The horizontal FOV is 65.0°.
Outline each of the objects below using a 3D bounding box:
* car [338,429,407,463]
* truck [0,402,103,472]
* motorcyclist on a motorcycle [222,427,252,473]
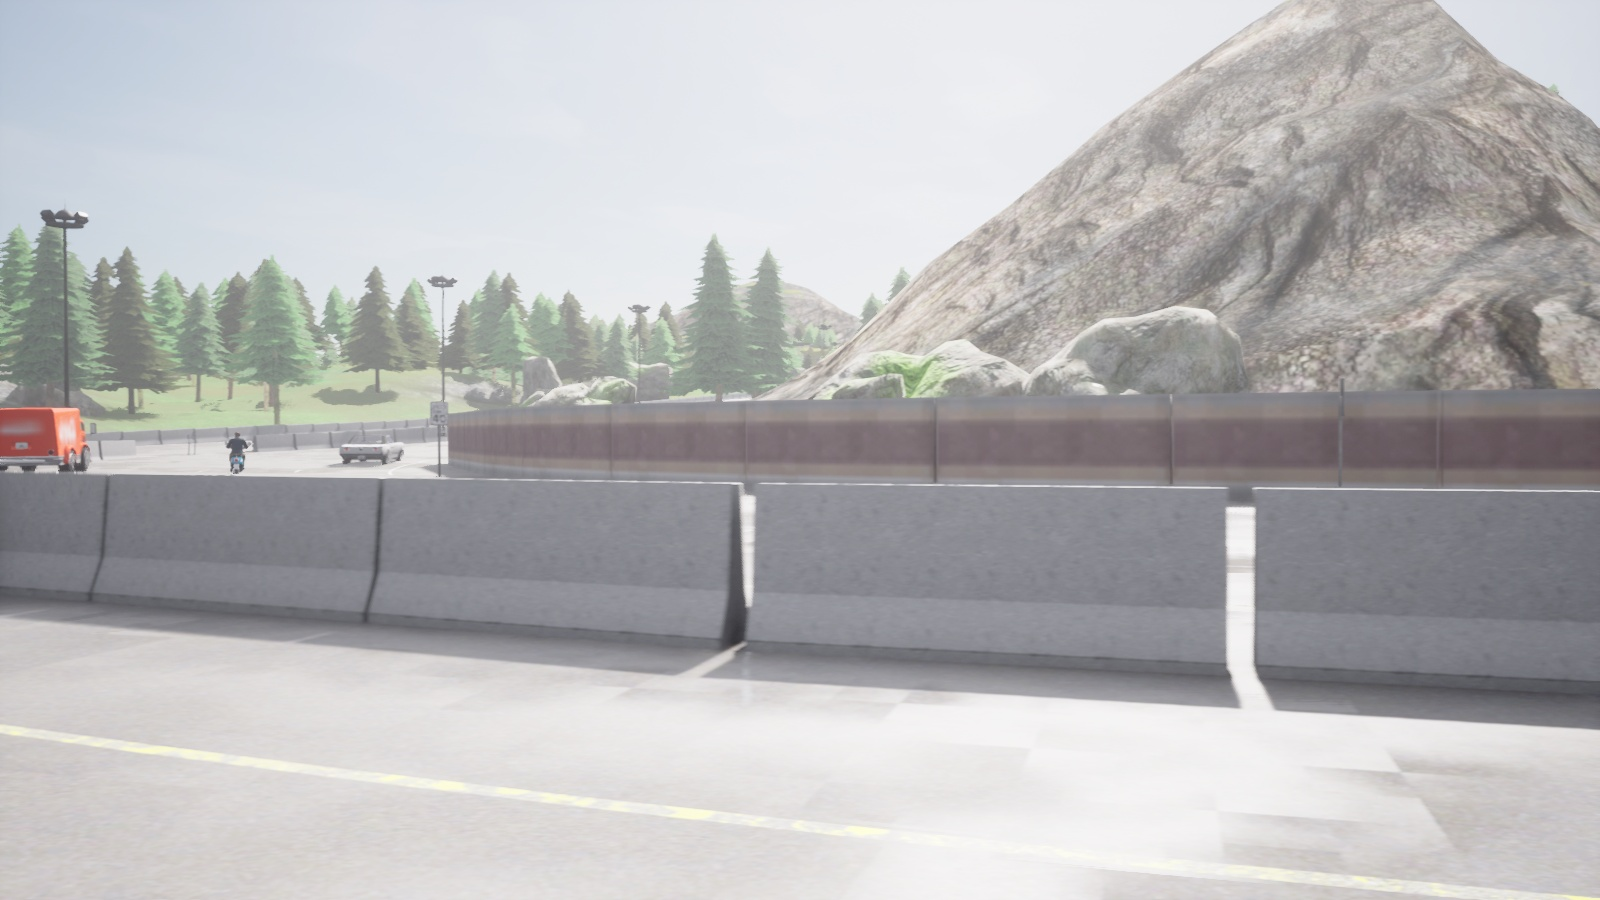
[{"bbox_3d":[-19.054,-0.208,56.146,1.895,1.301,4.718,1,2,-6],"label":"car"},{"bbox_3d":[-27.982,-0.537,46.516,2.627,2.467,5.204,-1,2,-16],"label":"truck"},{"bbox_3d":[-19.926,0.001,44.477,0.866,1.590,1.817,1,1,-21],"label":"motorcyclist on a motorcycle"}]
